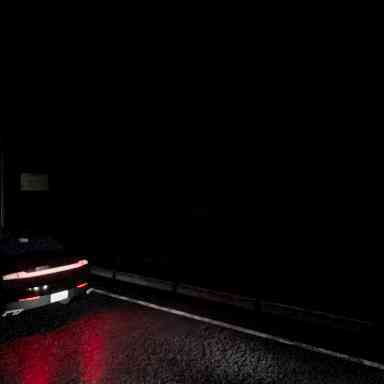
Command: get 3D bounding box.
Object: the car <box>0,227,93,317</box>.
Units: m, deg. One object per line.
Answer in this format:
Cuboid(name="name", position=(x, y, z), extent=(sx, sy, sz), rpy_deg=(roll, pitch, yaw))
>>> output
Cuboid(name="car", position=(-4.105, 1.492, 6.899), extent=(4.902, 1.511, 2.128), rpy_deg=(0, 0, 37))
